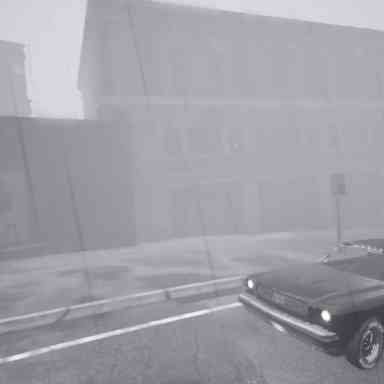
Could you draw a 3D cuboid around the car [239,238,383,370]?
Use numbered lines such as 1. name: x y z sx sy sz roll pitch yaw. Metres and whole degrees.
1. car: 3.152 1.535 5.589 4.718 1.301 1.895 0 1 -28
